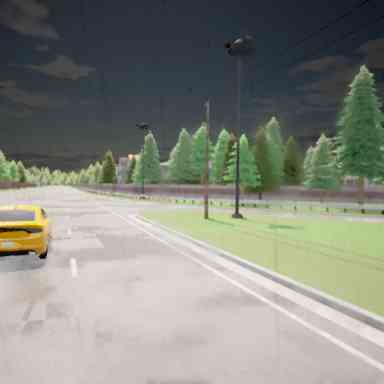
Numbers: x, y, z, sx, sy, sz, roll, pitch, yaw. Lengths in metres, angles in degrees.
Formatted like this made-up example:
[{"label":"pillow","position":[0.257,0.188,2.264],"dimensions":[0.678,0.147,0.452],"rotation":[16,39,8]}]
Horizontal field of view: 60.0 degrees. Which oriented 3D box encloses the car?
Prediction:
[{"label":"car","position":[-5.833,1.198,11.243],"dimensions":[1.882,1.535,5.008],"rotation":[1,1,-21]}]
